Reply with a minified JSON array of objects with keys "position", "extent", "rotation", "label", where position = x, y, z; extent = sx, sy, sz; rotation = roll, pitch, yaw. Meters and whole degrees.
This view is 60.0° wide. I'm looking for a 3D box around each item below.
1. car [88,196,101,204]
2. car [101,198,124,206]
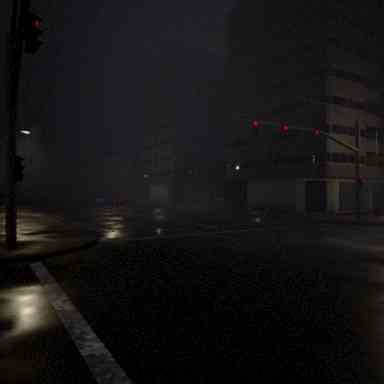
[{"position":[-18.093,1.547,62.903],"extent":[2.033,1.411,5.357],"rotation":[0,0,-32],"label":"car"},{"position":[-12.817,1.601,54.477],"extent":[1.895,1.301,4.718],"rotation":[0,0,-31],"label":"car"}]
